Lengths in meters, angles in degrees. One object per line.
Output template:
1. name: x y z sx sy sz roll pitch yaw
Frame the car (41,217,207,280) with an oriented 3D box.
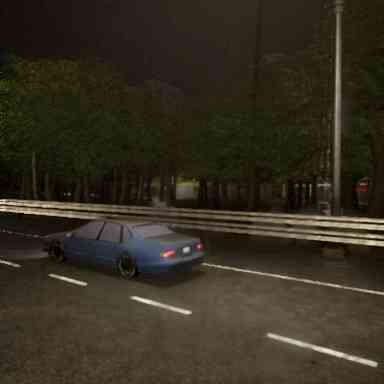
1. car: -2.186 1.460 9.728 5.357 1.411 2.033 1 0 36
